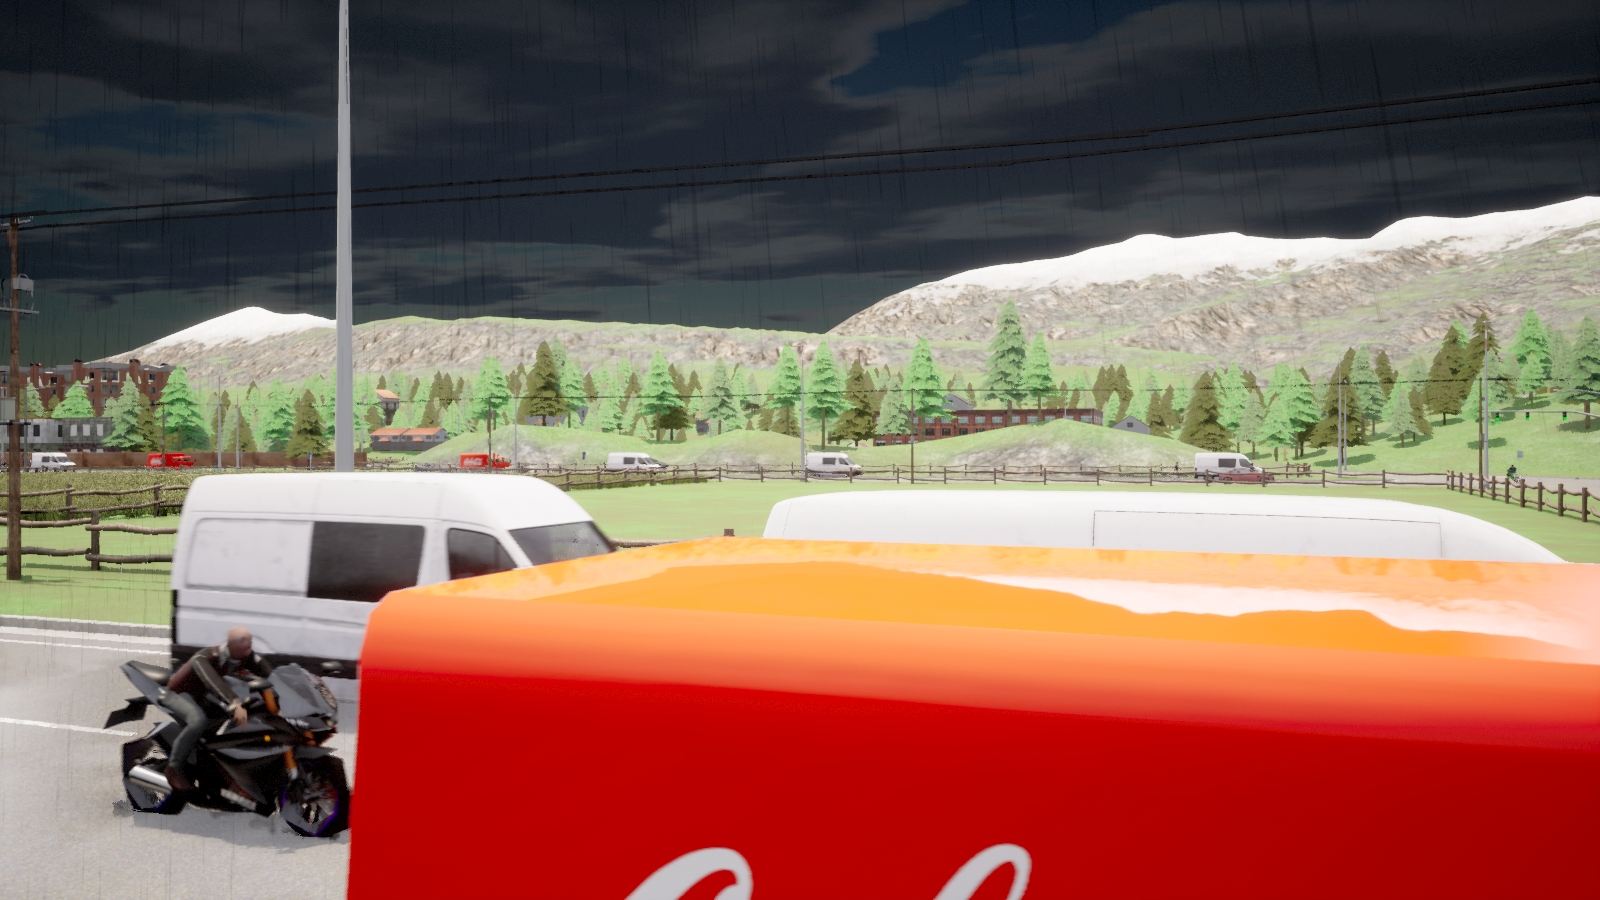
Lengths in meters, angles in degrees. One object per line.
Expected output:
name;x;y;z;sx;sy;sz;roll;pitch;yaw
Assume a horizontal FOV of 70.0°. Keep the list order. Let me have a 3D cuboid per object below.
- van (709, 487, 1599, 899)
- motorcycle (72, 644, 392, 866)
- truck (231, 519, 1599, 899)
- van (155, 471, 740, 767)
van;2.633;1.535;6.060;5.915;2.561;1.988;0;0;20
motorcycle;-4.255;2.210;8.570;2.209;1.251;0.867;0;0;20
truck;1.670;1.559;2.762;5.204;2.467;2.627;1;0;21
van;-3.757;1.540;12.111;5.915;2.561;1.988;0;0;20
